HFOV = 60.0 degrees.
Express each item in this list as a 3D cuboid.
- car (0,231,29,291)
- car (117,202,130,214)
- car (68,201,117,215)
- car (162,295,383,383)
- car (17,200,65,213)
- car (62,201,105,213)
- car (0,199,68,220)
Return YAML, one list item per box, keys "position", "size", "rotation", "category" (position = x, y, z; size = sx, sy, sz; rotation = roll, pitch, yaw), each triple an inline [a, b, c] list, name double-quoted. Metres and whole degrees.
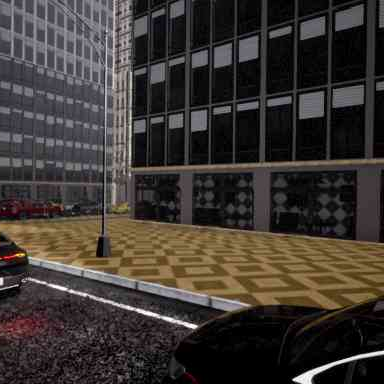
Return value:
- position: [-5.742, 1.500, 7.811]
  size: [4.892, 1.490, 1.837]
  rotation: [0, 0, 36]
  category: "car"
- position: [-7.341, 1.830, 38.862]
  size: [1.752, 1.417, 4.829]
  rotation: [1, 0, 37]
  category: "car"
- position: [-11.291, 1.762, 37.884]
  size: [1.812, 1.442, 4.674]
  rotation: [1, 0, 37]
  category: "car"
- position: [1.974, 1.505, 2.267]
  size: [4.892, 1.490, 1.837]
  rotation: [0, 0, 36]
  category: "car"
- position: [-17.636, 1.643, 39.063]
  size: [1.752, 1.417, 4.829]
  rotation: [1, 0, 37]
  category: "car"
- position: [-13.181, 1.795, 40.699]
  size: [1.895, 1.301, 4.718]
  rotation: [1, 0, 37]
  category: "car"
- position: [-14.173, 1.520, 29.675]
  size: [2.192, 1.841, 5.009]
  rotation: [1, 0, 37]
  category: "car"
